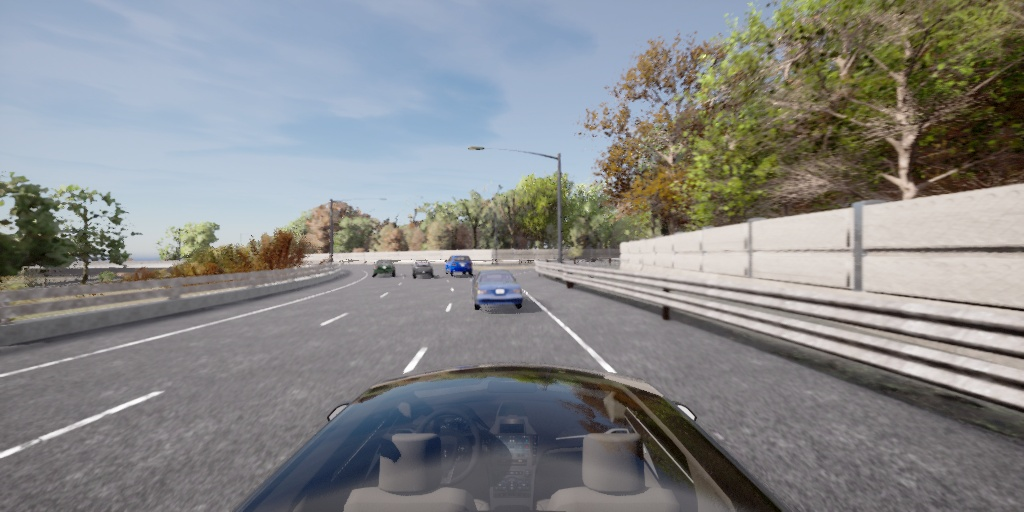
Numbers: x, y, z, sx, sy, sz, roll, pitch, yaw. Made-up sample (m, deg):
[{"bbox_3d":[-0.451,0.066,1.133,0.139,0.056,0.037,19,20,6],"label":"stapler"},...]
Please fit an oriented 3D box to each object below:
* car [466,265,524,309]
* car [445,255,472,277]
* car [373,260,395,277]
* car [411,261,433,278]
[{"bbox_3d":[-0.739,1.276,14.886,2.033,1.411,5.357,-1,0,-8],"label":"car"},{"bbox_3d":[-5.408,0.948,36.015,2.150,2.045,5.566,0,0,-18],"label":"car"},{"bbox_3d":[-13.229,1.147,37.177,2.097,1.767,4.553,-1,0,-19],"label":"car"},{"bbox_3d":[-8.729,1.250,34.813,2.128,1.511,4.902,0,0,-18],"label":"car"}]
